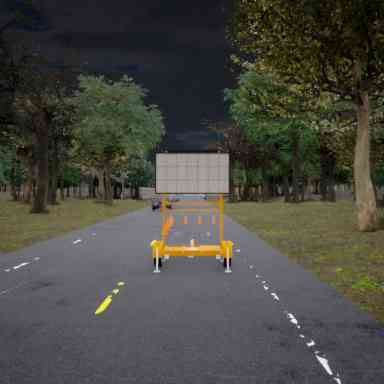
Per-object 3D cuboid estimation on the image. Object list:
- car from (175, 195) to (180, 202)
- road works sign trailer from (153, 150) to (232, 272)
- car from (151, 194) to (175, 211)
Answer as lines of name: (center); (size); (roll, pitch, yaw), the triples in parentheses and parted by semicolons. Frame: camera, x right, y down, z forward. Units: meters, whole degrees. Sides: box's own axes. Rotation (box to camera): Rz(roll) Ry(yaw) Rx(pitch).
car: (-3.377, 1.425, 66.493); (1.837, 1.490, 4.892); (0, 0, 0)
road works sign trailer: (0.019, 0.464, 10.721); (2.380, 3.560, 2.880); (0, 0, 0)
car: (-3.526, 1.199, 39.846); (2.150, 2.045, 5.566); (0, 0, 0)
